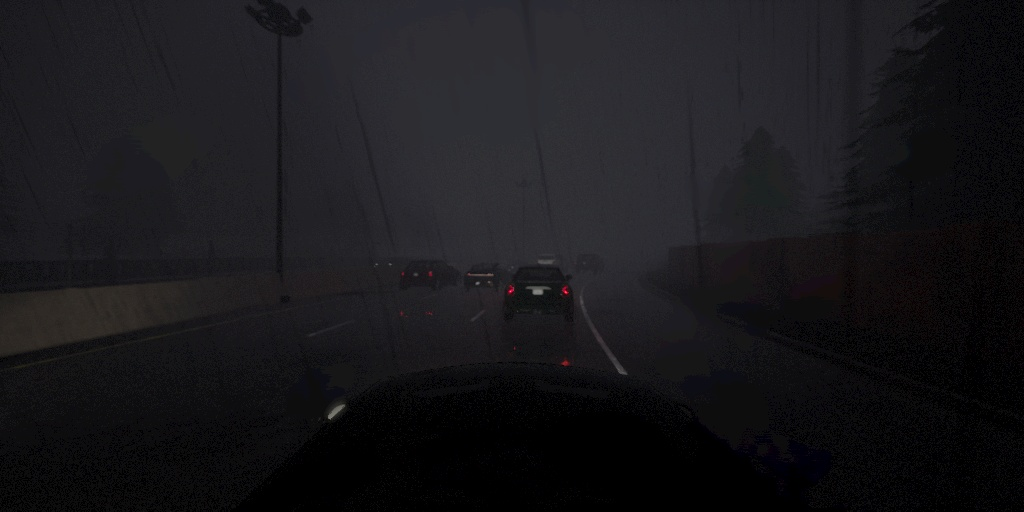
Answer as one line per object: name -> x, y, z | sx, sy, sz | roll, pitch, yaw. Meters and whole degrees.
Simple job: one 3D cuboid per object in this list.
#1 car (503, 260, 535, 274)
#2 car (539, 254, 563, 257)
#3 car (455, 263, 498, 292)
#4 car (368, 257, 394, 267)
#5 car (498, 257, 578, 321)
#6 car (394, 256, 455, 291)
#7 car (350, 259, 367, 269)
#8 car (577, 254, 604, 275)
car -> 0.794, 1.115, 37.896 | 1.994, 1.385, 4.181 | 0, 0, 22
car -> 4.276, 0.788, 37.281 | 2.150, 2.045, 5.566 | 0, 0, 23
car -> -1.196, 1.135, 20.127 | 2.128, 1.511, 4.902 | 0, 0, 12
car -> -11.544, 0.874, 35.511 | 2.097, 1.767, 4.553 | 0, 0, 20
car -> 1.008, 1.046, 12.413 | 2.097, 1.767, 4.553 | 0, 0, 7
car -> -4.598, 0.980, 20.837 | 2.097, 1.767, 4.553 | 0, 0, 12
car -> -14.605, 0.992, 37.394 | 2.128, 1.511, 4.902 | 0, 0, 20
car -> 8.149, 0.801, 37.377 | 2.150, 2.045, 5.566 | 0, 0, 24
